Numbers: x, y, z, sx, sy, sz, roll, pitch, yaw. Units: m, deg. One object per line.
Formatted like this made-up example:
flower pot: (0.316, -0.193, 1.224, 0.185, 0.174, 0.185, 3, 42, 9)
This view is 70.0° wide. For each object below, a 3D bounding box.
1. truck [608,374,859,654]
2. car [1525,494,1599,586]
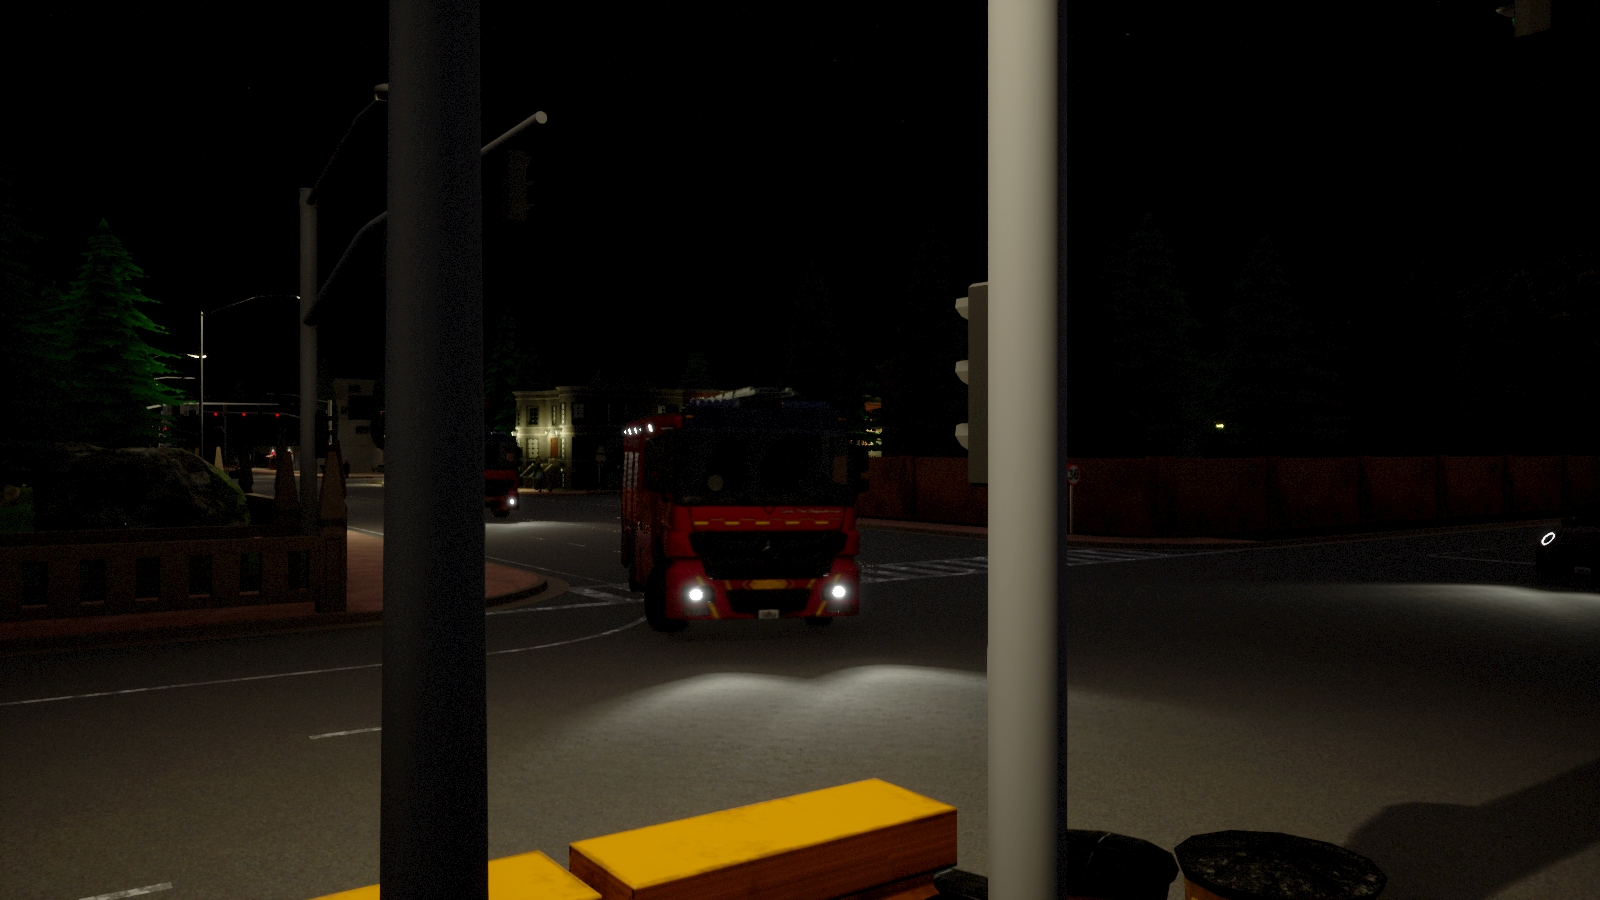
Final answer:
truck: (-1.582, 0.890, 20.049, 2.891, 3.827, 8.468, 1, 0, -14)
car: (18.010, 1.906, 24.946, 4.553, 1.767, 2.097, 0, 0, -35)
